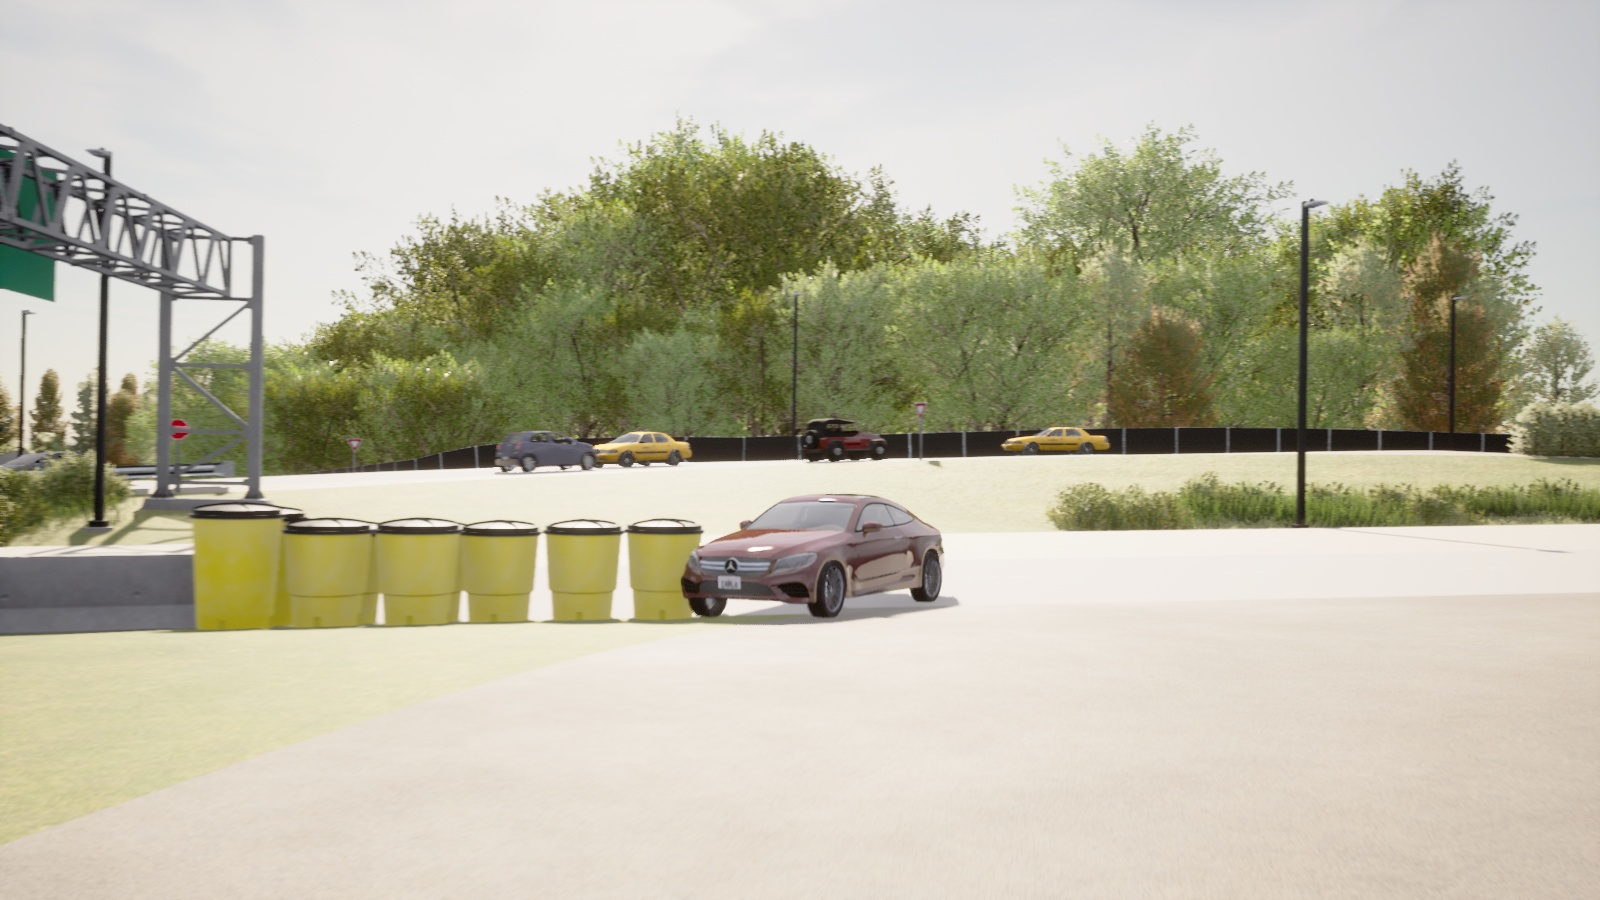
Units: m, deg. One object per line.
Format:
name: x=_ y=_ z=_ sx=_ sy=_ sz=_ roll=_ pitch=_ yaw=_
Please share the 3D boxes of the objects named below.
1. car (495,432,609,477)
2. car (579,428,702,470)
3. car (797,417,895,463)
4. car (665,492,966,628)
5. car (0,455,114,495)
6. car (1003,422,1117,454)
car: x=-9.062 y=0.140 z=45.959 sx=3.633 sy=1.501 sz=1.845 roll=-2 pitch=1 yaw=-44
car: x=-6.488 y=-0.052 z=51.706 sx=1.801 sy=1.575 sz=5.366 roll=-2 pitch=0 yaw=35
car: x=2.044 y=-0.458 z=55.161 sx=3.866 sy=1.878 sz=1.905 roll=-2 pitch=0 yaw=-34
car: x=0.386 y=1.282 z=16.041 sx=1.812 sy=1.442 sz=4.674 roll=-2 pitch=-2 yaw=29
car: x=-31.939 y=1.069 z=53.138 sx=2.163 sy=1.488 sz=4.792 roll=-3 pitch=0 yaw=21
car: x=13.226 y=-0.616 z=64.015 sx=5.366 sy=1.575 sz=1.801 roll=-1 pitch=0 yaw=-9
